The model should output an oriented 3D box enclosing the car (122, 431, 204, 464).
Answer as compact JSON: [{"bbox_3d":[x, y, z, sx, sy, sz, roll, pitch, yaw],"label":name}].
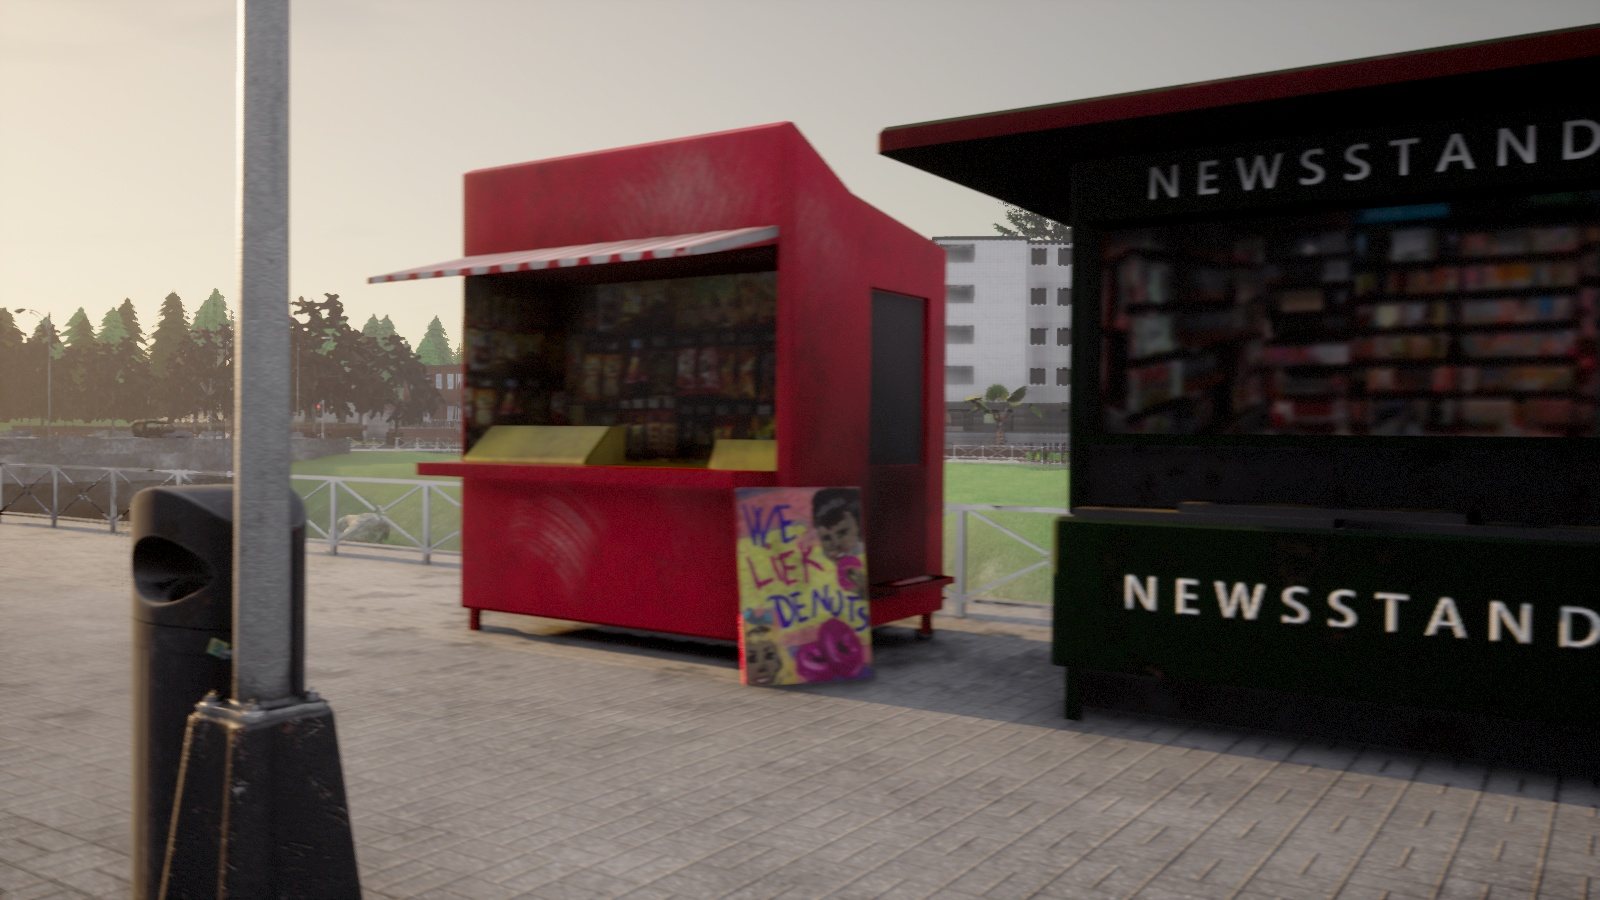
[{"bbox_3d":[-37.682,-0.145,74.321,1.905,1.878,3.866,0,1,33],"label":"car"}]
